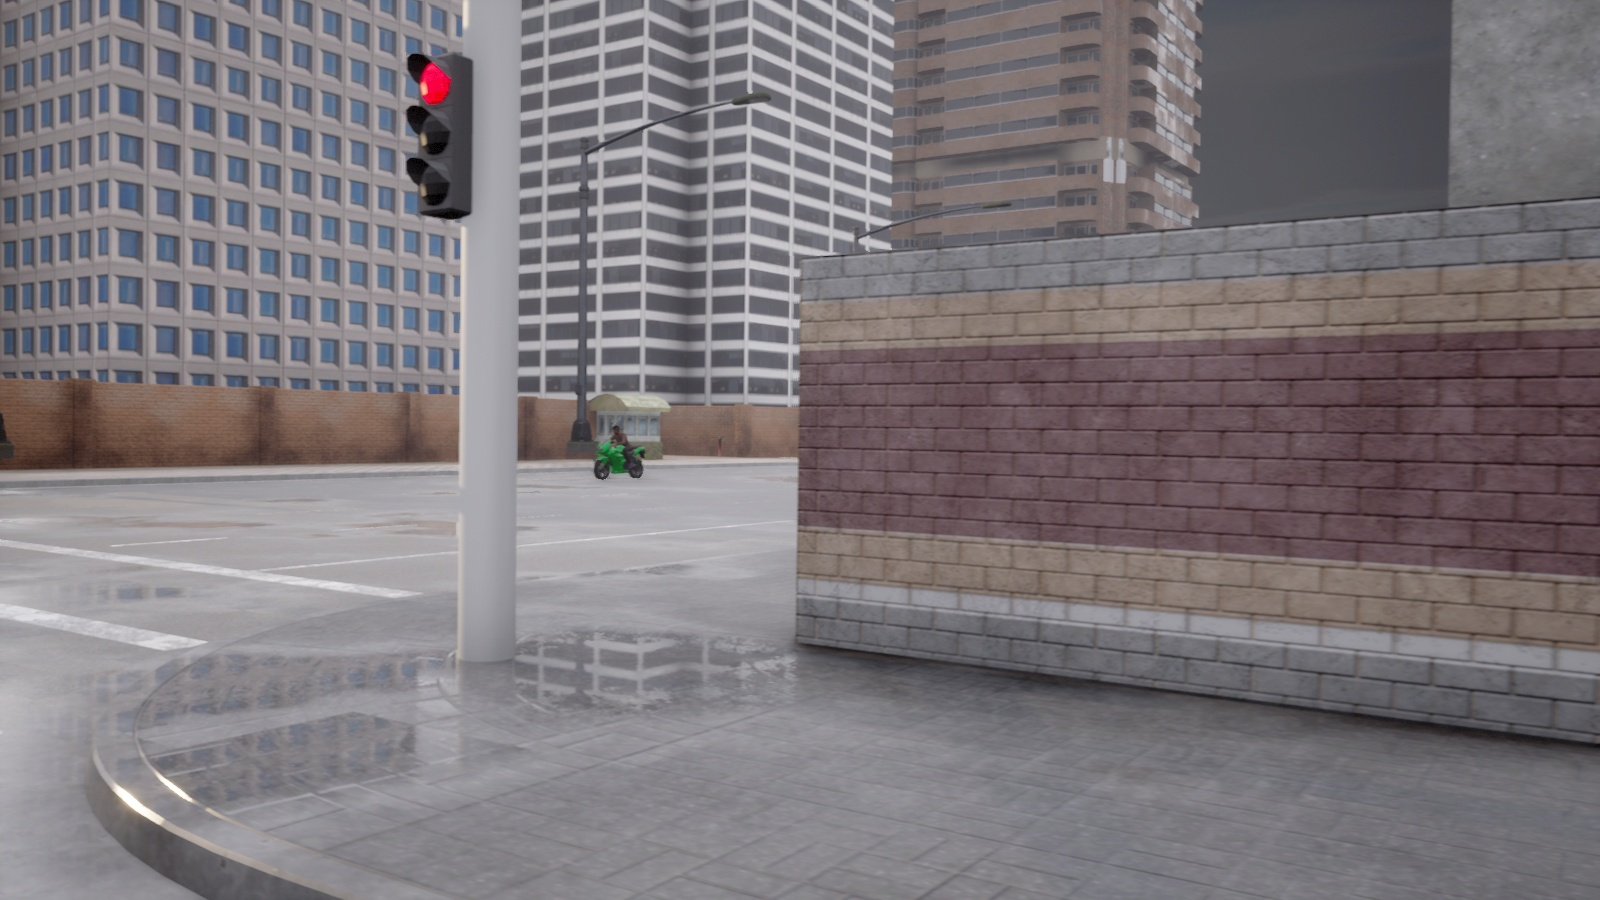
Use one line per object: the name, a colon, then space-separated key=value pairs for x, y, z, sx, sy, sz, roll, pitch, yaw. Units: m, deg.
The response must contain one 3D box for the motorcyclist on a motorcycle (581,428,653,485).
motorcyclist on a motorcycle: x=-5.044 y=0.163 z=34.778 sx=0.797 sy=1.523 sz=2.044 roll=0 pitch=1 yaw=34
